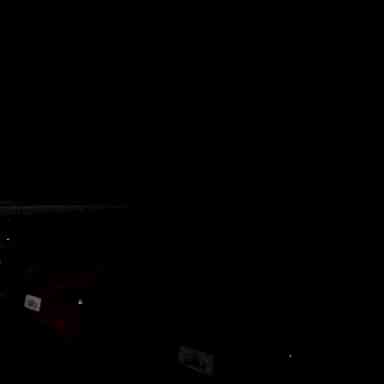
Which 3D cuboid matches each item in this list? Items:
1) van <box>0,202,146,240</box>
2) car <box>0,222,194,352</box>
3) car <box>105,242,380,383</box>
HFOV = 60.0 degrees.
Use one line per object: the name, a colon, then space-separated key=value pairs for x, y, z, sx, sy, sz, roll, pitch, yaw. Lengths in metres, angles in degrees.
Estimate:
van: x=-3.086 y=1.285 z=7.830 sx=1.878 sy=1.987 sz=4.442 roll=0 pitch=0 yaw=35
car: x=-0.764 y=1.523 z=6.342 sx=2.163 sy=1.488 sz=4.792 roll=0 pitch=0 yaw=36
car: x=1.384 y=1.513 z=4.809 sx=2.163 sy=1.488 sz=4.792 roll=0 pitch=0 yaw=36
